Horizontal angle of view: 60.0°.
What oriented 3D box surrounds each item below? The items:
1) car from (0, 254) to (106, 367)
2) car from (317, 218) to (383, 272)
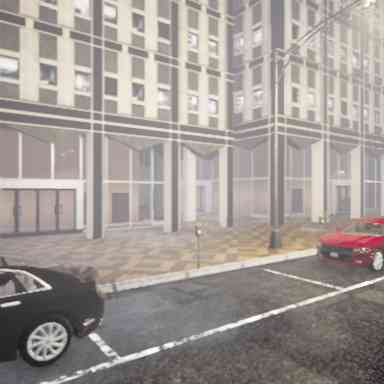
[{"bbox_3d":[-3.327,1.551,4.183,4.403,1.369,2.008,0,0,-36],"label":"car"},{"bbox_3d":[5.870,1.532,10.745,4.507,1.381,1.887,0,0,-36],"label":"car"}]
